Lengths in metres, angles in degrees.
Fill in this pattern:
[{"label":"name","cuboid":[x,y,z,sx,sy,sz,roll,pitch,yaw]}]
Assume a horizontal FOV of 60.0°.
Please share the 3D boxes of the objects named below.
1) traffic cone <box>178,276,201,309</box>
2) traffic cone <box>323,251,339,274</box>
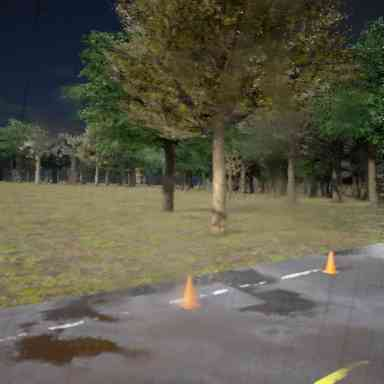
[{"label":"traffic cone","cuboid":[-0.041,1.980,6.667,0.340,0.580,0.340,0,0,-36]},{"label":"traffic cone","cuboid":[4.008,2.008,9.581,0.340,0.580,0.340,0,0,-36]}]
